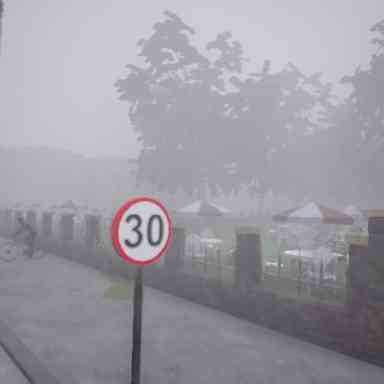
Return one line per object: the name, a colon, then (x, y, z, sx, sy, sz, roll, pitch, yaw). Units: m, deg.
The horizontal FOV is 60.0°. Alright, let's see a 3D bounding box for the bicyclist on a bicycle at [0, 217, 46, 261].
bicyclist on a bicycle: (-6.357, 1.773, 12.563, 1.656, 1.620, 0.582, 4, -4, -42)
